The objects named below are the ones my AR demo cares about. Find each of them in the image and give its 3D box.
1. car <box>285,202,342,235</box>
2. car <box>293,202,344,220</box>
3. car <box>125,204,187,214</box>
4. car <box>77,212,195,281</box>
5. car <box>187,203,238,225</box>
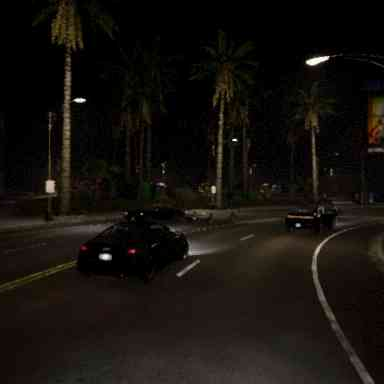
[{"bbox_3d":[6.989,1.535,19.480,2.128,1.511,4.902,0,0,35],"label":"car"},{"bbox_3d":[11.402,1.621,29.679,5.357,1.411,2.033,1,0,-42],"label":"car"},{"bbox_3d":[-2.700,1.538,24.120,1.895,1.301,4.718,1,0,34],"label":"car"},{"bbox_3d":[-1.531,1.534,9.925,1.994,1.385,4.181,1,0,16],"label":"car"},{"bbox_3d":[1.476,1.494,24.312,1.895,1.301,4.718,1,0,37],"label":"car"}]
